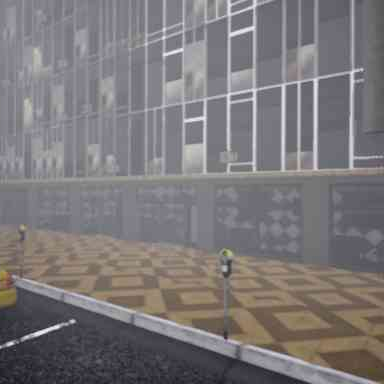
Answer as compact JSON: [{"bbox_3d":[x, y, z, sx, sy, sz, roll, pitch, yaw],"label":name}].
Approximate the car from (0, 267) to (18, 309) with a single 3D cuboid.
[{"bbox_3d":[-5.271,1.497,6.479,4.829,1.417,1.752,0,0,35],"label":"car"}]
